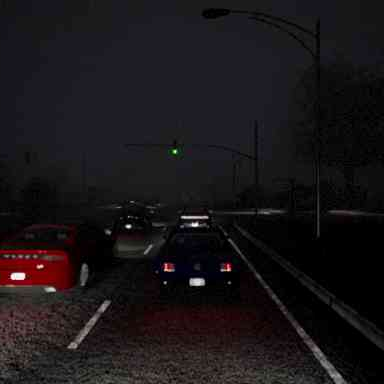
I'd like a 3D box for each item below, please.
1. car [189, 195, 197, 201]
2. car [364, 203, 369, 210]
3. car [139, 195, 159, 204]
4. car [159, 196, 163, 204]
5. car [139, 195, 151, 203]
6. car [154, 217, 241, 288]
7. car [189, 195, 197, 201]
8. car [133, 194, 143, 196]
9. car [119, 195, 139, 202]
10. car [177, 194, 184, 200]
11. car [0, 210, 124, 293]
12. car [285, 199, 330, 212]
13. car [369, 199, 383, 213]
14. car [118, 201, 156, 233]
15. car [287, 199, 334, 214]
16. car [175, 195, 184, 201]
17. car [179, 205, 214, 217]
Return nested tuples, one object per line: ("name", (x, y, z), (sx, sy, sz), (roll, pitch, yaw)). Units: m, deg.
("car", (0.303, 1.678, 94.958), (2.128, 1.511, 4.902), (0, 0, 1))
("car", (22.864, 1.547, 39.061), (4.902, 1.511, 2.128), (0, 0, 3))
("car", (-6.980, 1.635, 54.573), (2.033, 1.411, 5.357), (0, 0, -2))
("car", (-6.871, 1.457, 64.541), (2.097, 1.767, 4.553), (0, 0, 1))
("car", (-10.301, 1.473, 73.375), (2.097, 1.767, 4.553), (0, 0, 0))
("car", (0.125, 1.616, 9.248), (1.895, 1.301, 4.718), (0, 0, 0))
("car", (0.233, 1.636, 84.594), (1.837, 1.490, 4.892), (0, 0, 0))
("car", (-10.376, 1.323, 63.340), (2.150, 2.045, 5.566), (0, 0, 1))
("car", (-10.447, 1.633, 53.340), (2.033, 1.411, 5.357), (0, 0, 0))
("car", (-3.198, 1.480, 94.998), (1.882, 1.535, 5.008), (0, 0, 1))
("car", (-3.376, 1.492, 8.975), (1.882, 1.535, 5.008), (0, 0, 0))
("car", (13.688, 1.590, 39.582), (4.674, 1.442, 1.812), (0, 0, 5))
("car", (22.238, 1.528, 35.590), (5.008, 1.535, 1.882), (0, 0, 3))
("car", (-3.419, 1.539, 19.925), (1.837, 1.490, 4.892), (0, 0, -2))
("car", (12.818, 1.549, 36.128), (4.902, 1.511, 2.128), (0, 0, 3))
("car", (-3.267, 1.668, 84.590), (2.033, 1.411, 5.357), (0, 0, 0))
("car", (0.244, 1.524, 19.662), (2.128, 1.511, 4.902), (0, 0, 3))
